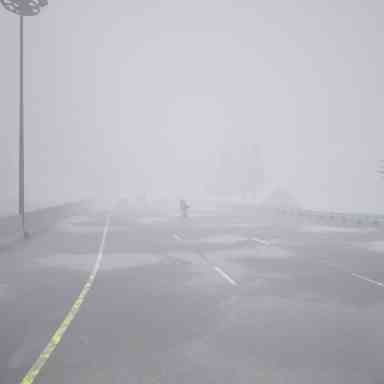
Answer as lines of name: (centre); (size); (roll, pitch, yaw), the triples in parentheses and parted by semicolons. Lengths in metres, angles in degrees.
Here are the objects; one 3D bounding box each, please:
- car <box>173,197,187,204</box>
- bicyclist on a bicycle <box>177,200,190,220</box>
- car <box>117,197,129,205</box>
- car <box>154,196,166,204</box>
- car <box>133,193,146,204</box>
car: (-2.248, 1.547, 61.987); (2.033, 1.411, 5.357); (0, 0, -12)
bicyclist on a bicycle: (-0.684, 1.455, 27.153); (0.582, 1.620, 1.656); (0, -2, -41)
car: (-12.282, 1.547, 58.893); (2.033, 1.411, 5.357); (0, 0, -15)
car: (-5.995, 1.547, 62.658); (2.033, 1.411, 5.357); (0, 0, -12)
car: (-10.326, 1.221, 65.863); (2.150, 2.045, 5.566); (0, 0, -13)
